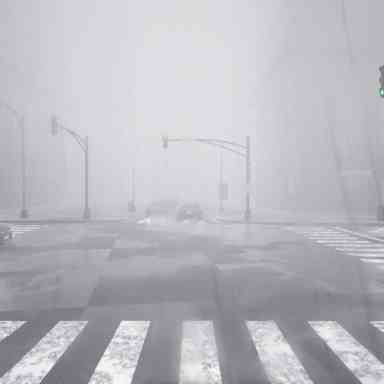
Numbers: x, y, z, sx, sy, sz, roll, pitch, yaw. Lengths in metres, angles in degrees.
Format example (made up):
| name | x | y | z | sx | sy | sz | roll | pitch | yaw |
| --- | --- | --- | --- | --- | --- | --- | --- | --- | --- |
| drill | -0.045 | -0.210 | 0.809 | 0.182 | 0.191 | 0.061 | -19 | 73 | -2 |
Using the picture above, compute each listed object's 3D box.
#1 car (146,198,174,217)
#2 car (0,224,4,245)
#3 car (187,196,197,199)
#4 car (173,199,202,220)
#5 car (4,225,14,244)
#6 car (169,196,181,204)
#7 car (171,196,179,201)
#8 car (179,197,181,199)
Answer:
| name | x | y | z | sx | sy | sz | roll | pitch | yaw |
| --- | --- | --- | --- | --- | --- | --- | --- | --- | --- |
| car | -3.123 | 1.540 | 31.290 | 2.033 | 1.411 | 5.357 | 0 | 0 | 0 |
| car | -8.000 | 1.555 | 8.679 | 5.357 | 1.411 | 2.033 | 0 | 0 | 15 |
| car | -0.021 | 1.514 | 62.620 | 1.812 | 1.442 | 4.674 | 0 | 0 | 0 |
| car | -0.145 | 1.560 | 27.847 | 1.994 | 1.385 | 4.181 | 0 | 0 | 3 |
| car | -9.453 | 1.476 | 12.845 | 4.674 | 1.442 | 1.812 | 0 | 1 | 0 |
| car | -3.068 | 1.466 | 61.938 | 1.882 | 1.535 | 5.008 | 0 | 0 | 1 |
| car | -3.128 | 1.538 | 41.363 | 2.033 | 1.411 | 5.357 | 0 | 0 | 0 |
| car | -3.115 | 1.553 | 51.446 | 1.994 | 1.385 | 4.181 | 0 | 0 | 1 |
